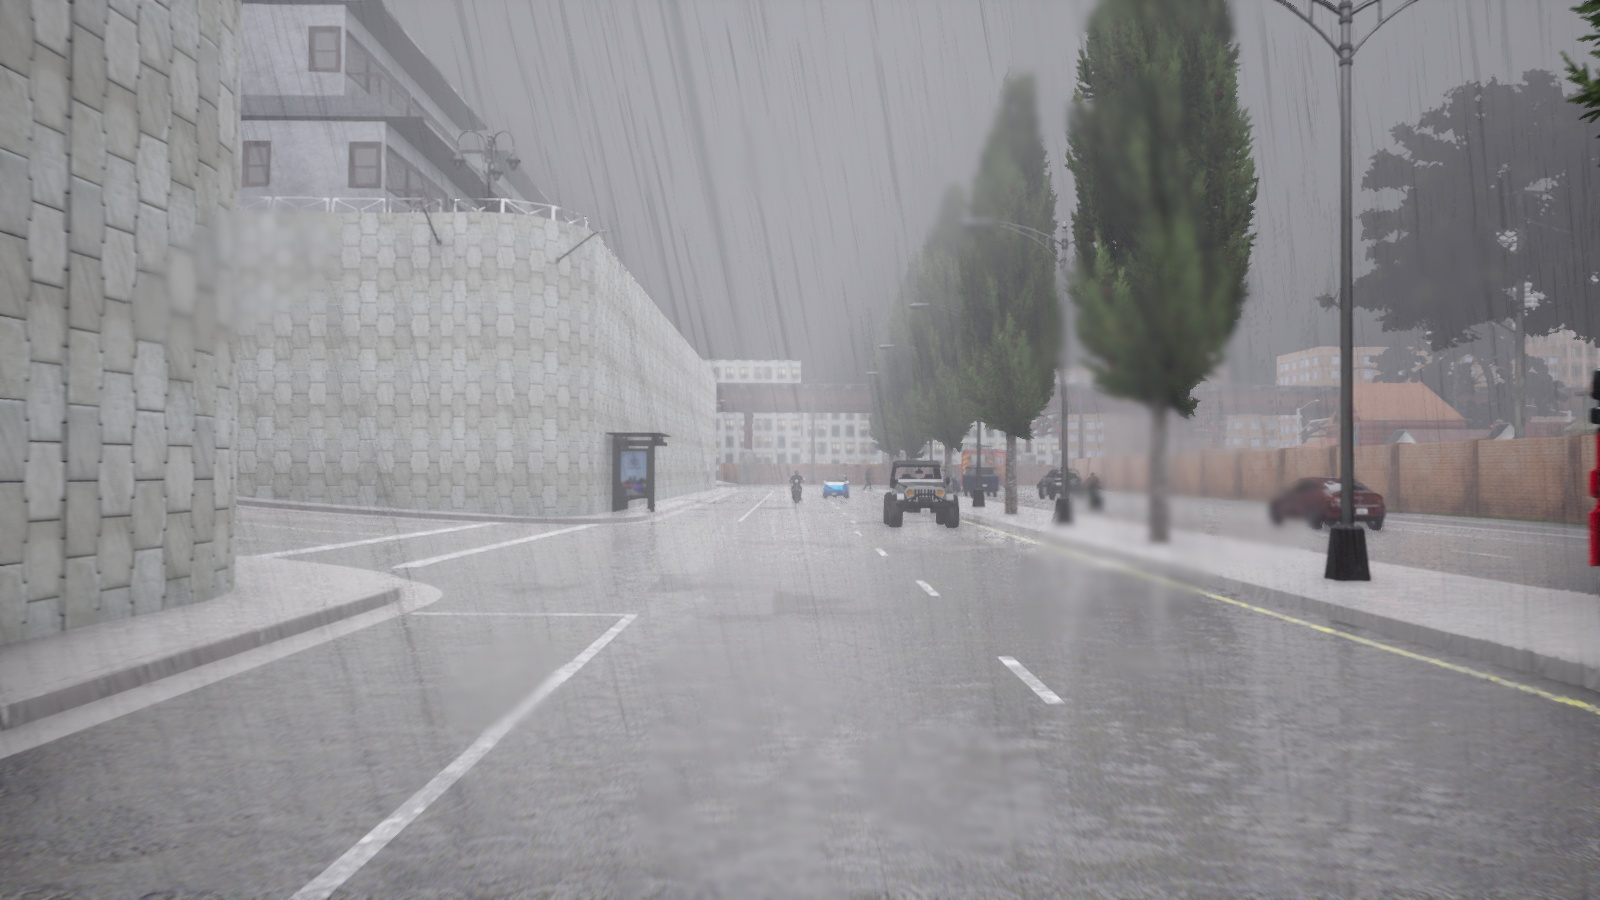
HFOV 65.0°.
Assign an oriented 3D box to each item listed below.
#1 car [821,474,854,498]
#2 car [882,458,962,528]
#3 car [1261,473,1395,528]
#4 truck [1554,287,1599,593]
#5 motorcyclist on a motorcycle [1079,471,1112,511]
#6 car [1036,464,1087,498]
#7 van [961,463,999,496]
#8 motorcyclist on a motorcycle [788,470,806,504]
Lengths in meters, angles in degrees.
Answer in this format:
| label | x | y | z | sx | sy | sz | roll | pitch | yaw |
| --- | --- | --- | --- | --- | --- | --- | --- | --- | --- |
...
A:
| label | x | y | z | sx | sy | sz | roll | pitch | yaw |
| --- | --- | --- | --- | --- | --- | --- | --- | --- | --- |
| car | 2.168 | 2.066 | 72.059 | 1.481 | 1.376 | 2.207 | 0 | -2 | 13 |
| car | 3.411 | 1.194 | 35.769 | 1.905 | 1.878 | 3.866 | 0 | -1 | 0 |
| car | 14.912 | 1.380 | 35.765 | 1.812 | 1.442 | 4.674 | 0 | -1 | 0 |
| truck | 11.465 | -0.188 | 12.389 | 2.891 | 3.827 | 8.468 | 0 | -1 | 0 |
| motorcyclist on a motorcycle | 11.380 | 1.562 | 48.424 | 0.797 | 1.523 | 2.044 | 0 | -1 | 0 |
| car | 14.823 | 1.768 | 71.430 | 1.932 | 1.855 | 4.605 | 0 | -1 | 0 |
| van | 11.304 | 1.846 | 79.090 | 1.775 | 1.987 | 4.442 | 0 | -1 | 0 |
| motorcyclist on a motorcycle | -0.149 | 1.785 | 60.683 | 0.866 | 1.590 | 1.817 | 0 | -1 | 0 |
